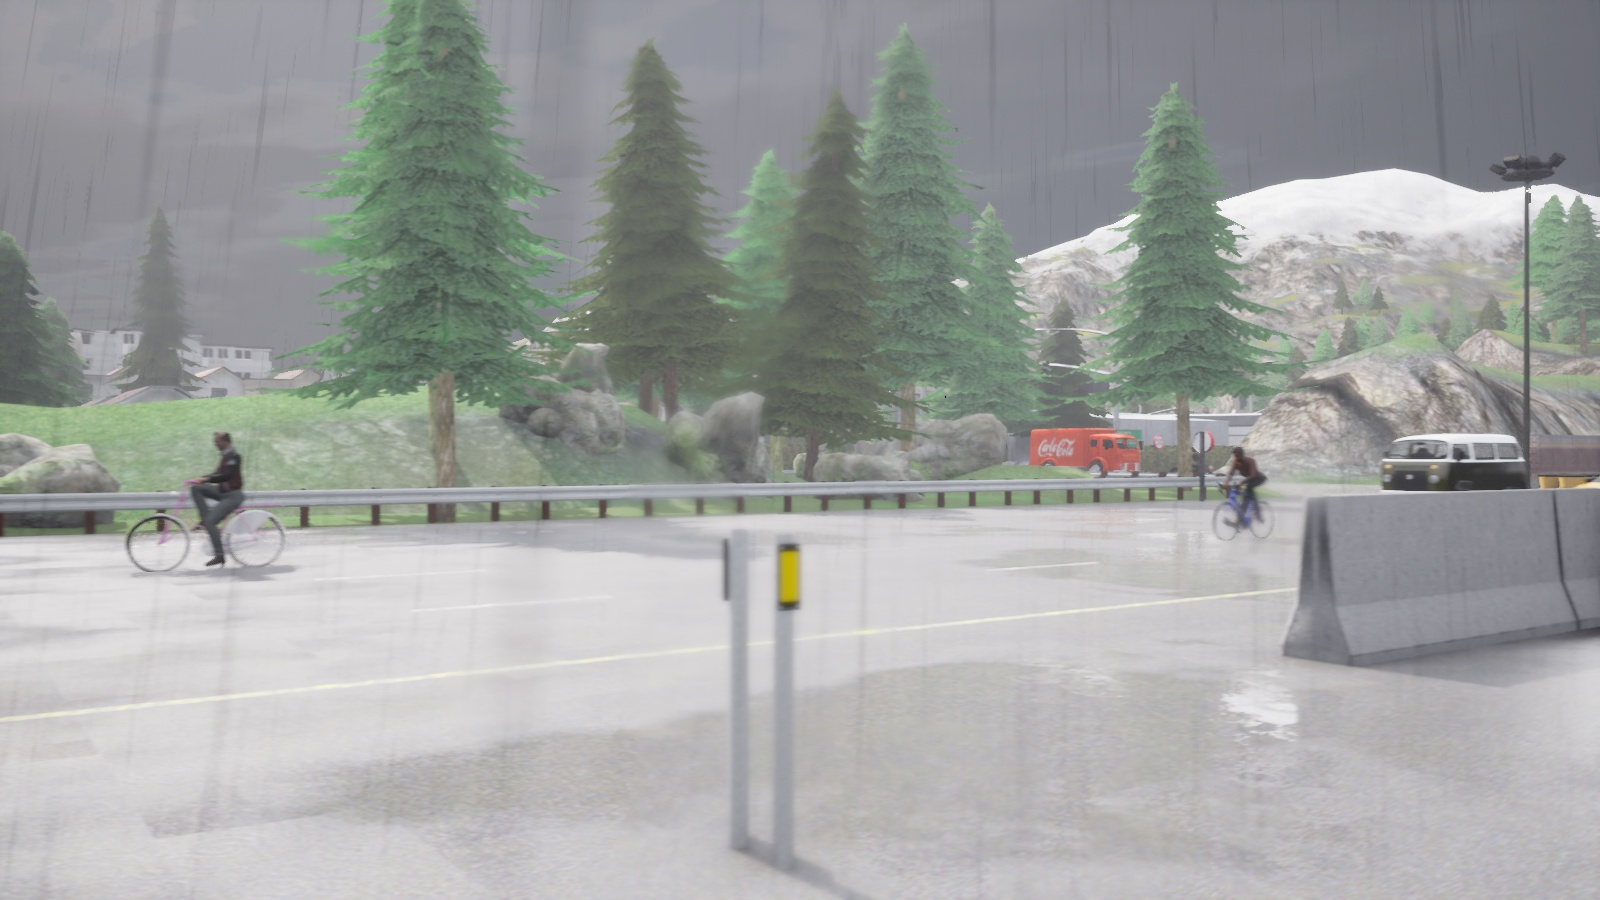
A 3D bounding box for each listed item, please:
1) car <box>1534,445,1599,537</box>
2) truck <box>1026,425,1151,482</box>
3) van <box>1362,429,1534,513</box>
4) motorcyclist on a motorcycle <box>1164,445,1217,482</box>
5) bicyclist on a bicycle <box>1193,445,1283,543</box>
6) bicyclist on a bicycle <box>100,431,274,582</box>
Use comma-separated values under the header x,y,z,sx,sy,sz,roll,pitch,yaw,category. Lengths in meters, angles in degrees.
x,y,z,sx,sy,sz,roll,pitch,yaw,category
15.806,0.707,23.187,5.366,1.575,1.801,0,0,-35,car
13.222,0.180,57.822,2.627,2.467,5.204,0,0,-35,truck
16.719,0.513,32.351,4.480,2.038,2.069,0,0,-35,van
17.821,0.602,57.365,0.766,1.649,2.350,0,0,-35,motorcyclist on a motorcycle
7.563,0.735,21.666,1.656,1.620,0.582,0,0,-34,bicyclist on a bicycle
-7.584,0.670,15.587,1.843,1.776,0.659,0,-1,-37,bicyclist on a bicycle
